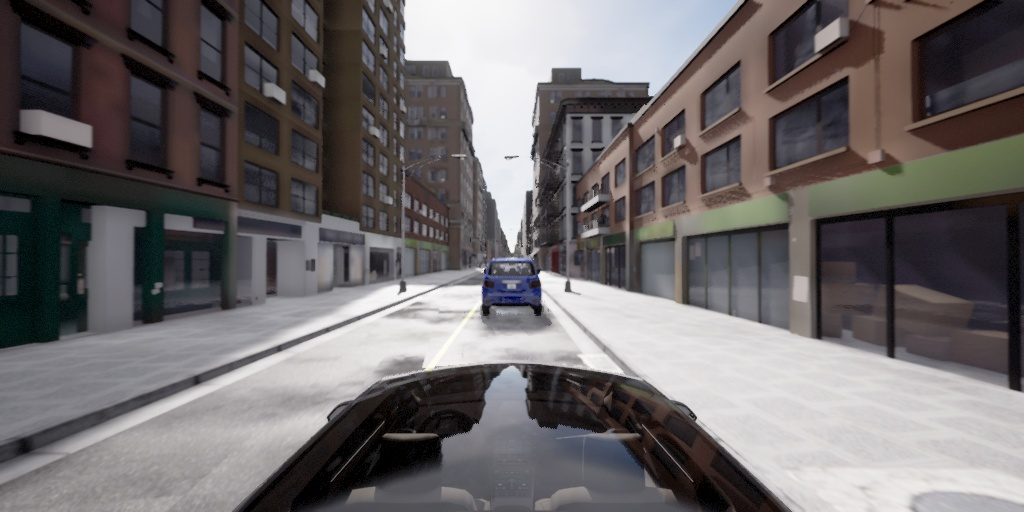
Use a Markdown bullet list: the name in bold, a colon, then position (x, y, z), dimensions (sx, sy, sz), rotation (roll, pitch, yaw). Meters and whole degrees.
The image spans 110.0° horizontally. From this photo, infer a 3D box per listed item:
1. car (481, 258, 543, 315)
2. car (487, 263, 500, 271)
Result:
- **car**: position (0.001, 1.100, 14.402), dimensions (2.150, 2.045, 5.566), rotation (0, 0, 0)
- **car**: position (-3.086, 1.871, 61.986), dimensions (1.994, 1.385, 4.181), rotation (0, 0, 1)
